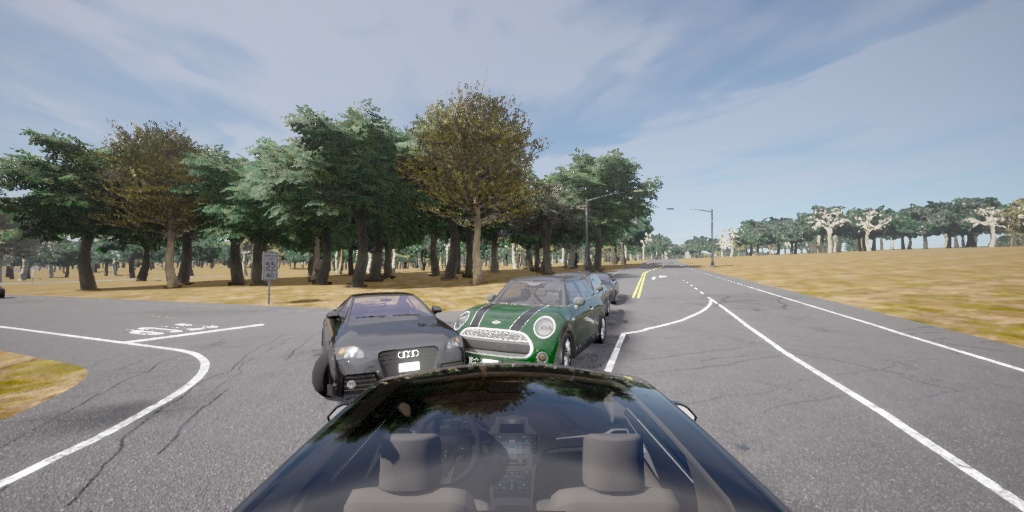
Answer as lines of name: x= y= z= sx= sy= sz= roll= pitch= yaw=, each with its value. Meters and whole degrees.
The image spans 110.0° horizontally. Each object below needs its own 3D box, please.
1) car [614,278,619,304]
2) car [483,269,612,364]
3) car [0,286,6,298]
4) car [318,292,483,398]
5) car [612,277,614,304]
car: x=4.218 y=1.510 z=17.843 sx=1.994 sy=1.385 sz=4.181 roll=-1 pitch=0 yaw=19
car: x=0.618 y=1.218 z=7.803 sx=2.097 sy=1.767 sz=4.553 roll=-1 pitch=-2 yaw=26
car: x=-40.860 y=2.564 z=27.359 sx=4.181 sy=1.385 sz=1.994 roll=-2 pitch=-3 yaw=22
car: x=-2.353 y=1.376 z=6.598 sx=1.994 sy=1.385 sz=4.181 roll=1 pitch=-2 yaw=-29
car: x=2.025 y=1.345 z=12.116 sx=2.097 sy=1.767 sz=4.553 roll=-1 pitch=-1 yaw=21
